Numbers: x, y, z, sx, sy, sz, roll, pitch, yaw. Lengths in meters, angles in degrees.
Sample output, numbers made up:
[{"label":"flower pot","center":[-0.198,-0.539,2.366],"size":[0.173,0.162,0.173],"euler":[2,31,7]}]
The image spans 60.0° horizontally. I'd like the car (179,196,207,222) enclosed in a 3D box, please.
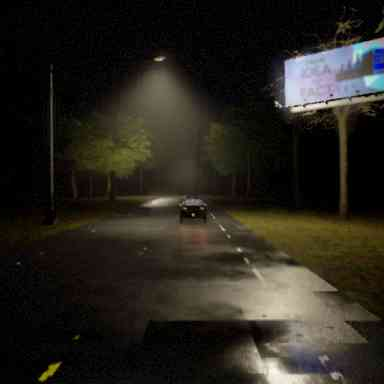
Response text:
[{"label":"car","center":[0.082,1.265,23.949],"size":[2.128,1.511,4.902],"euler":[0,1,0]}]
